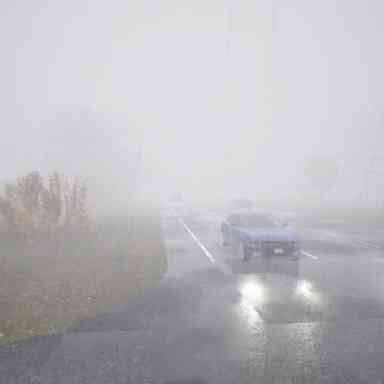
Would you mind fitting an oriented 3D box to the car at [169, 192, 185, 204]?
[{"bbox_3d":[-2.929,0.995,59.659,2.150,2.045,5.566,-1,0,-6],"label":"car"}]

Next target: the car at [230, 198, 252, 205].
[{"bbox_3d":[6.177,1.383,41.940,1.994,1.385,4.181,0,0,-6],"label":"car"}]

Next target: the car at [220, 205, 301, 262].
[{"bbox_3d":[2.309,1.462,12.320,1.882,1.535,5.008,0,0,-6],"label":"car"}]
